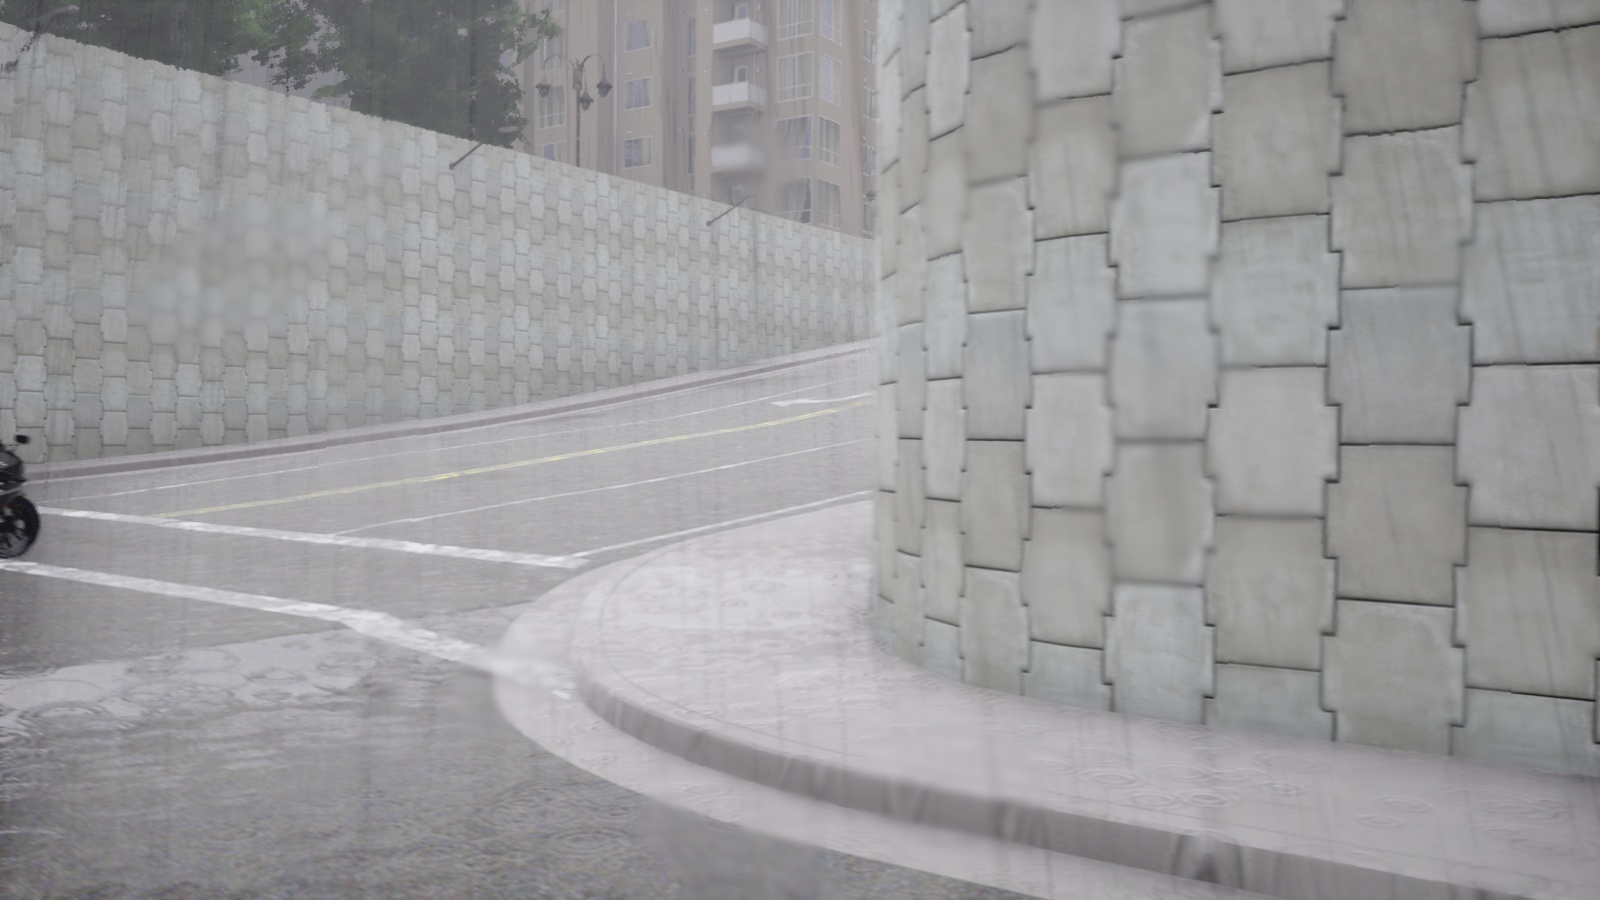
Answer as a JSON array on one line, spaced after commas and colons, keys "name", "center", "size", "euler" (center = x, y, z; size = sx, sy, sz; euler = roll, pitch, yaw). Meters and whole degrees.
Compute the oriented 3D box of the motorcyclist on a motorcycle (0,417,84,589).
[{"name": "motorcyclist on a motorcycle", "center": [-7.600, 0.479, 11.195], "size": [0.866, 1.530, 2.191], "euler": [1, 2, 12]}]
